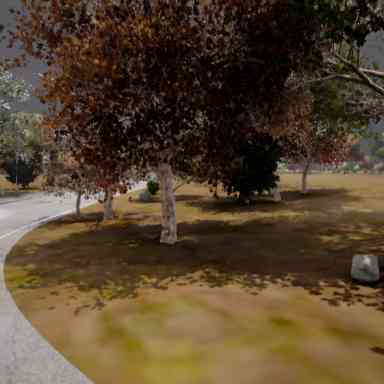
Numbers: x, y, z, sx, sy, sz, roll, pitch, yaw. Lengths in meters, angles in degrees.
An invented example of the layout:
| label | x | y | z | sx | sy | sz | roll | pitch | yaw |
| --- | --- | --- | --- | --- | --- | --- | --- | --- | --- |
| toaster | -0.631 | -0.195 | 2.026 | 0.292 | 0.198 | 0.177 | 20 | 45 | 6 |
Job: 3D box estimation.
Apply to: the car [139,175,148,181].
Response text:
| label | x | y | z | sx | sy | sz | roll | pitch | yaw |
| --- | --- | --- | --- | --- | --- | --- | --- | --- | --- |
| car | -10.277 | -3.323 | 72.072 | 1.882 | 1.535 | 5.008 | 0 | 5 | 4 |
